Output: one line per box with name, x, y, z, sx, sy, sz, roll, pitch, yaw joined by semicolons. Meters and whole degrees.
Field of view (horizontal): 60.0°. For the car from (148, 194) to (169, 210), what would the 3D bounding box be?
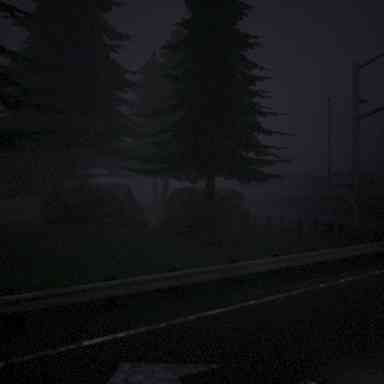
car;-3.631;1.273;41.929;2.150;2.045;5.566;0;0;-33
